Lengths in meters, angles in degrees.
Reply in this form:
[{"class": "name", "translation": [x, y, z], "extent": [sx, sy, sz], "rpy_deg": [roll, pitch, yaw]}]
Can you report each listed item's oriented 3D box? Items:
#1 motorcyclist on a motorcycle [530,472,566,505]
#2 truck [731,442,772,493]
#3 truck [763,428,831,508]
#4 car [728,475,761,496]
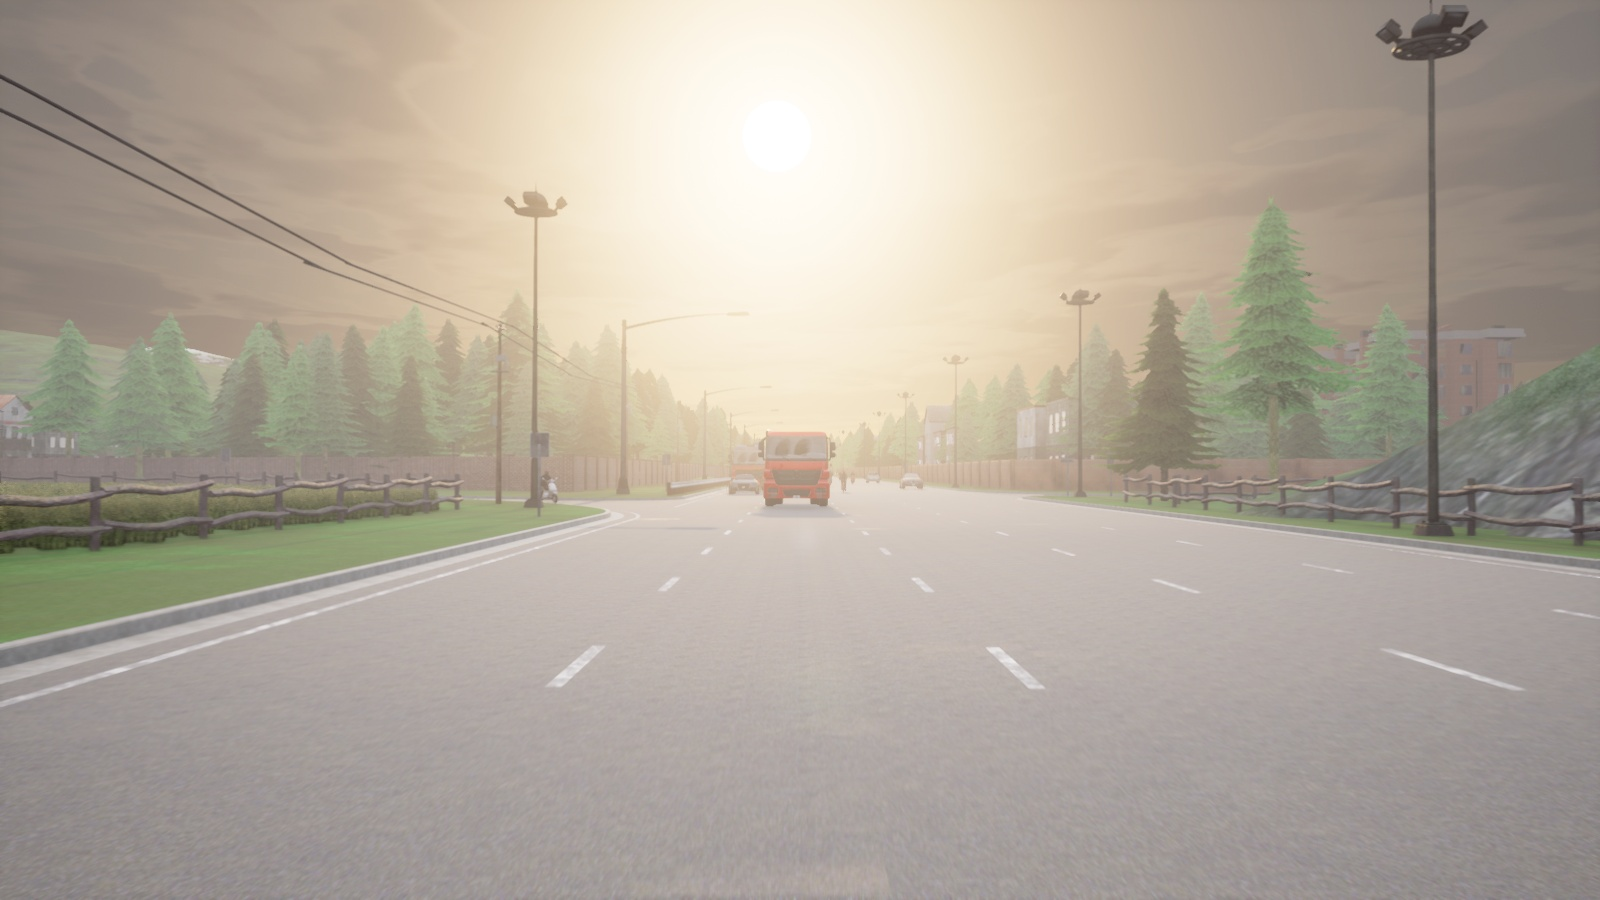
[{"class": "motorcyclist on a motorcycle", "translation": [-12.225, 1.863, 60.833], "extent": [1.817, 1.590, 0.866], "rpy_deg": [-1, -1, 45]}, {"class": "truck", "translation": [-3.743, 1.357, 98.468], "extent": [2.891, 3.827, 8.468], "rpy_deg": [0, -1, 0]}, {"class": "truck", "translation": [-0.145, 0.834, 58.214], "extent": [2.891, 3.462, 7.936], "rpy_deg": [0, -1, 0]}, {"class": "car", "translation": [-3.705, 2.348, 84.584], "extent": [1.994, 1.385, 4.181], "rpy_deg": [0, -1, 0]}]
